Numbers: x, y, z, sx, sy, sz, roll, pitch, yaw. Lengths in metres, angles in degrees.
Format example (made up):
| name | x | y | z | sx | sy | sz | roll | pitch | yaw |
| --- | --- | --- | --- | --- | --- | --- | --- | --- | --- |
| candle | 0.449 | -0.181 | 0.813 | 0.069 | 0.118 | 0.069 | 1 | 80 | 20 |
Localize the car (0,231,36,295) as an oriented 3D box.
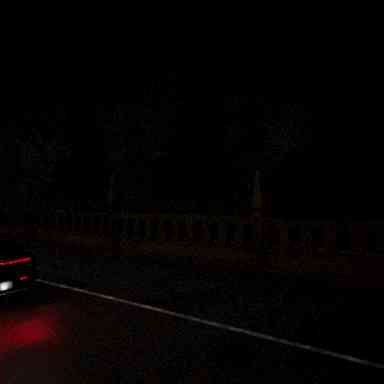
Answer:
| name | x | y | z | sx | sy | sz | roll | pitch | yaw |
| --- | --- | --- | --- | --- | --- | --- | --- | --- | --- |
| car | -5.642 | 1.602 | 7.837 | 4.892 | 1.490 | 1.837 | -1 | 0 | 34 |
